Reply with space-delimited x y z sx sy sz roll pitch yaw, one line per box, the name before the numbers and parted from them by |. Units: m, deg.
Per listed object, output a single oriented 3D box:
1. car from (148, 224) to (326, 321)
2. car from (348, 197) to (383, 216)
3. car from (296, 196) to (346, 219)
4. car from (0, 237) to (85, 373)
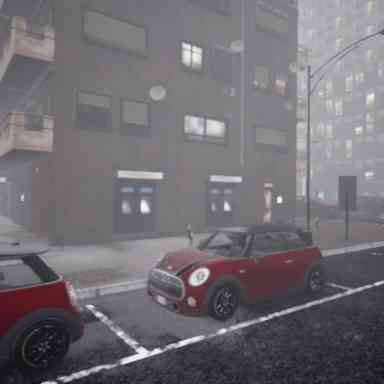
car | 1.065 1.492 7.315 4.097 1.590 1.967 1 0 -35
car | 16.695 1.366 33.197 2.192 1.841 5.009 2 0 -36
car | 9.951 1.260 28.225 2.192 1.841 5.009 2 0 -36
car | -3.562 1.433 4.017 4.097 1.590 1.967 1 0 -35
